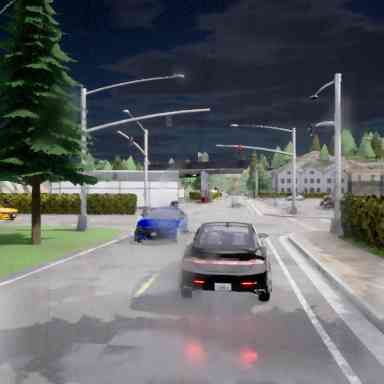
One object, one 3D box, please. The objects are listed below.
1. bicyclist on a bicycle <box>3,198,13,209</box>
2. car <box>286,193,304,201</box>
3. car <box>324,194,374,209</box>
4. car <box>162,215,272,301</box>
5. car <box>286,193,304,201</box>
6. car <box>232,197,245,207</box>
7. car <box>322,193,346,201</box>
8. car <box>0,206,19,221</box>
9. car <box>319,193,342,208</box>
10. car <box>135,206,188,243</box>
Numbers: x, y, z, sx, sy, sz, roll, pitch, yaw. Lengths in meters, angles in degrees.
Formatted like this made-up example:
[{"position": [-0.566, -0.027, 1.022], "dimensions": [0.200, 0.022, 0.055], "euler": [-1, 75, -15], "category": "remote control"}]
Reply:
[{"position": [-17.964, 1.453, 32.495], "dimensions": [0.582, 1.620, 1.656], "euler": [0, 0, 7], "category": "bicyclist on a bicycle"}, {"position": [23.359, 1.361, 75.638], "dimensions": [3.806, 1.475, 1.970], "euler": [0, 0, 8], "category": "car"}, {"position": [18.287, 1.340, 38.589], "dimensions": [4.514, 1.523, 2.007], "euler": [0, 0, 8], "category": "car"}, {"position": [0.884, 1.492, 8.373], "dimensions": [2.128, 1.511, 4.902], "euler": [0, 0, 8], "category": "car"}, {"position": [24.424, 1.077, 78.846], "dimensions": [3.866, 1.878, 1.905], "euler": [0, 0, 8], "category": "car"}, {"position": [7.251, 1.525, 52.344], "dimensions": [1.812, 1.442, 4.674], "euler": [0, 0, 8], "category": "car"}, {"position": [31.761, 1.097, 74.502], "dimensions": [4.605, 1.855, 1.932], "euler": [0, 0, 8], "category": "car"}, {"position": [-15.647, 1.477, 25.065], "dimensions": [5.008, 1.535, 1.882], "euler": [0, 0, 8], "category": "car"}, {"position": [18.669, 1.330, 41.703], "dimensions": [5.027, 1.636, 2.152], "euler": [0, 0, 8], "category": "car"}, {"position": [-1.275, 1.478, 16.247], "dimensions": [1.882, 1.535, 5.008], "euler": [1, 0, 7], "category": "car"}]
